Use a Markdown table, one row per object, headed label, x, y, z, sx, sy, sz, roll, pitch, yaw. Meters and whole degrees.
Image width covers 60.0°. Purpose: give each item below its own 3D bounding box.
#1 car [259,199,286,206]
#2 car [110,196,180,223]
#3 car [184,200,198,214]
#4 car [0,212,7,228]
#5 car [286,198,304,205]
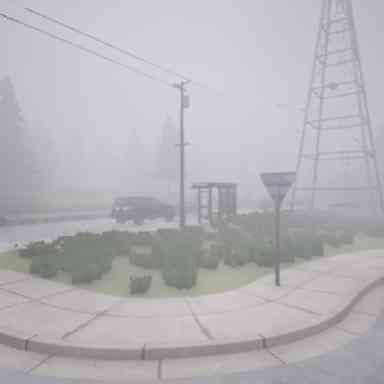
| label | x | y | z | sx | sy | sz | roll | pitch | yaw |
| --- | --- | --- | --- | --- | --- | --- | --- | --- | --- |
| car | 10.502 | 1.613 | 44.572 | 1.812 | 1.442 | 4.674 | 0 | 0 | 36 |
| car | -3.595 | 1.308 | 25.118 | 2.150 | 2.045 | 5.566 | 0 | 0 | 36 |
| car | -1.296 | 1.651 | 34.285 | 1.837 | 1.490 | 4.892 | 0 | 0 | 36 |
| car | -12.922 | 1.609 | 18.328 | 1.837 | 1.490 | 4.892 | 0 | 0 | 36 |
| car | 16.169 | 1.613 | 52.512 | 1.812 | 1.442 | 4.674 | 0 | 0 | 36 |
